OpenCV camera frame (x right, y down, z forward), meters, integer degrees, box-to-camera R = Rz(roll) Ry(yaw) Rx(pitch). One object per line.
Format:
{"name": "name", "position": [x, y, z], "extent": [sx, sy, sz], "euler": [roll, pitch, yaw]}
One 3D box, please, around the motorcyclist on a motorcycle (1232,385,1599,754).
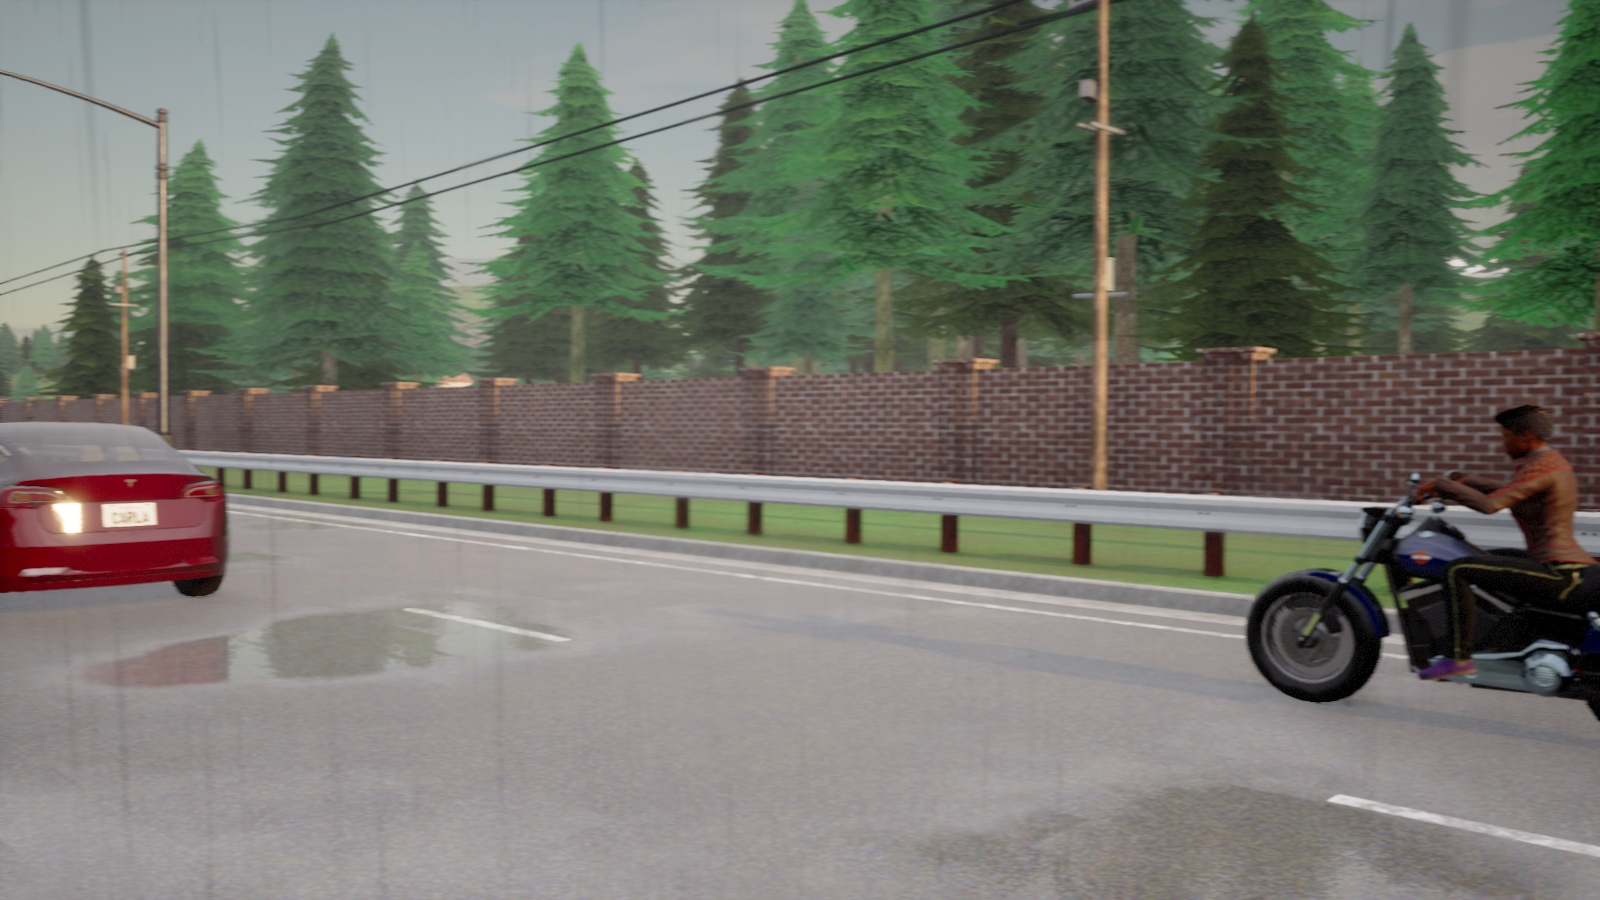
{"name": "motorcyclist on a motorcycle", "position": [3.457, 0.526, 6.256], "extent": [2.350, 1.649, 0.766], "euler": [0, 1, 44]}

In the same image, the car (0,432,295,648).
{"name": "car", "position": [-6.617, 0.613, 11.156], "extent": [4.792, 1.488, 2.163], "euler": [0, 1, 44]}
